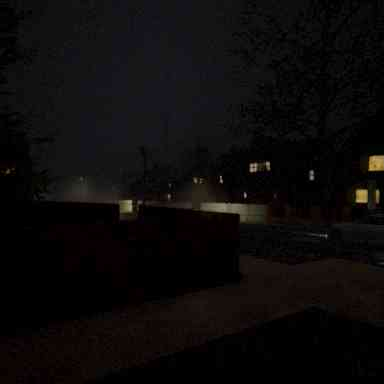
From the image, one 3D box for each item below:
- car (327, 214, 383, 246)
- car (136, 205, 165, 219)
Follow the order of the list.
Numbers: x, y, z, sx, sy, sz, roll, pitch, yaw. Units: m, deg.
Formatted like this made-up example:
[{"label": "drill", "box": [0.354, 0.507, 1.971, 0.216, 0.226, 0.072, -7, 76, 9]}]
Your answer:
[{"label": "car", "box": [8.010, 1.660, 14.064, 1.812, 1.442, 4.674, 2, -2, -27]}, {"label": "car", "box": [-3.497, 1.875, 30.536, 1.812, 1.442, 4.674, 2, -2, -35]}]
